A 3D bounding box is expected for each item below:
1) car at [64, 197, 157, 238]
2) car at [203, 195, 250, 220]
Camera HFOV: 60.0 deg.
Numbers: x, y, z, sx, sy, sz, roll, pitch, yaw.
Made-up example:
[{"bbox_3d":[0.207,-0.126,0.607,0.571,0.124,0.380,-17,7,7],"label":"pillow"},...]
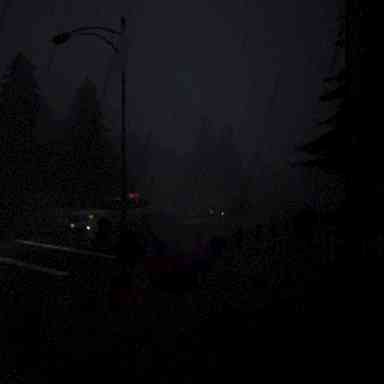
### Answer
[{"bbox_3d":[-4.299,1.299,18.609,2.150,2.045,5.566,0,0,35],"label":"car"},{"bbox_3d":[3.161,1.300,29.276,2.150,2.045,5.566,0,0,35],"label":"car"}]
